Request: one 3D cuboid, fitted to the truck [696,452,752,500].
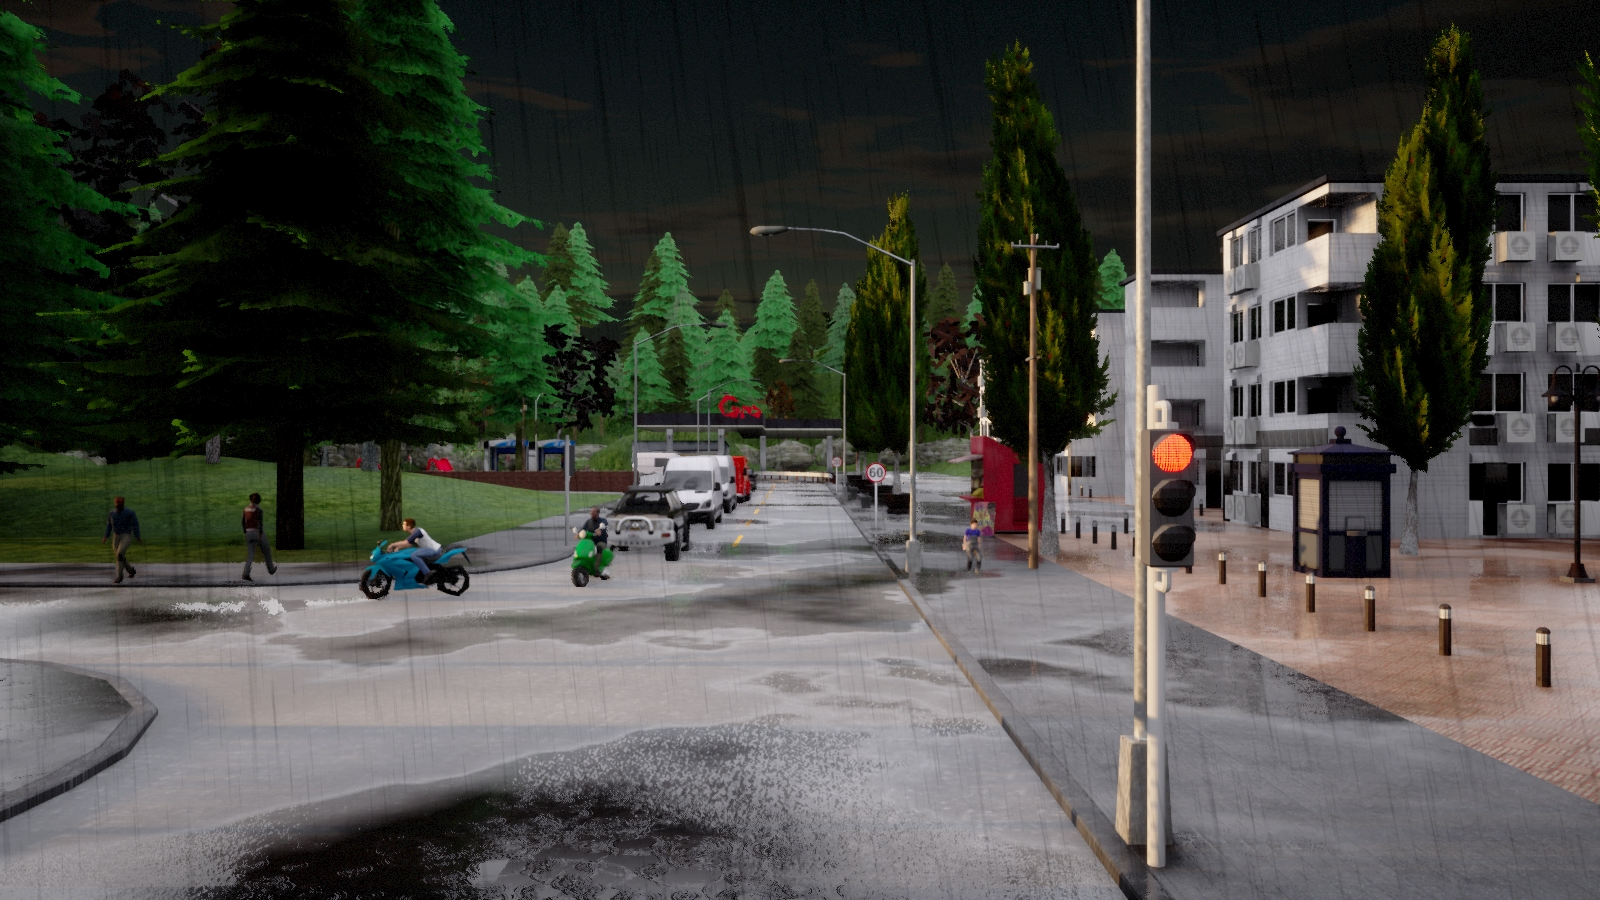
[{"bbox_3d":[-3.990,1.338,60.991,2.627,2.467,5.204,0,0,0],"label":"truck"}]

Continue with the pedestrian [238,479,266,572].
[{"bbox_3d":[-11.176,1.530,23.311,0.375,1.860,0.375,0,0,10],"label":"pedestrian"}]

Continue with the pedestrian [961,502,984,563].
[{"bbox_3d":[3.762,1.800,24.902,0.375,1.300,0.375,0,0,-12],"label":"pedestrian"}]

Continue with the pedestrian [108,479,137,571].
[{"bbox_3d":[-13.801,1.520,23.291,0.375,1.860,0.375,0,0,-1],"label":"pedestrian"}]

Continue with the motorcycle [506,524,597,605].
[{"bbox_3d":[-4.289,1.958,19.853,0.856,1.236,1.805,0,-1,12],"label":"motorcycle"}]

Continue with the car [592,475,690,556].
[{"bbox_3d":[-4.060,1.638,29.876,1.932,1.855,4.605,0,0,0],"label":"car"}]

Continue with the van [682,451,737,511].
[{"bbox_3d":[-4.008,1.306,51.606,1.988,2.561,5.915,0,0,0],"label":"van"}]

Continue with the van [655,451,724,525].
[{"bbox_3d":[-4.013,1.308,42.389,1.988,2.561,5.915,0,0,0],"label":"van"}]

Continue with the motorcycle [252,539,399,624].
[{"bbox_3d":[-7.260,1.990,17.577,2.033,1.145,0.803,0,0,-19],"label":"motorcycle"}]
